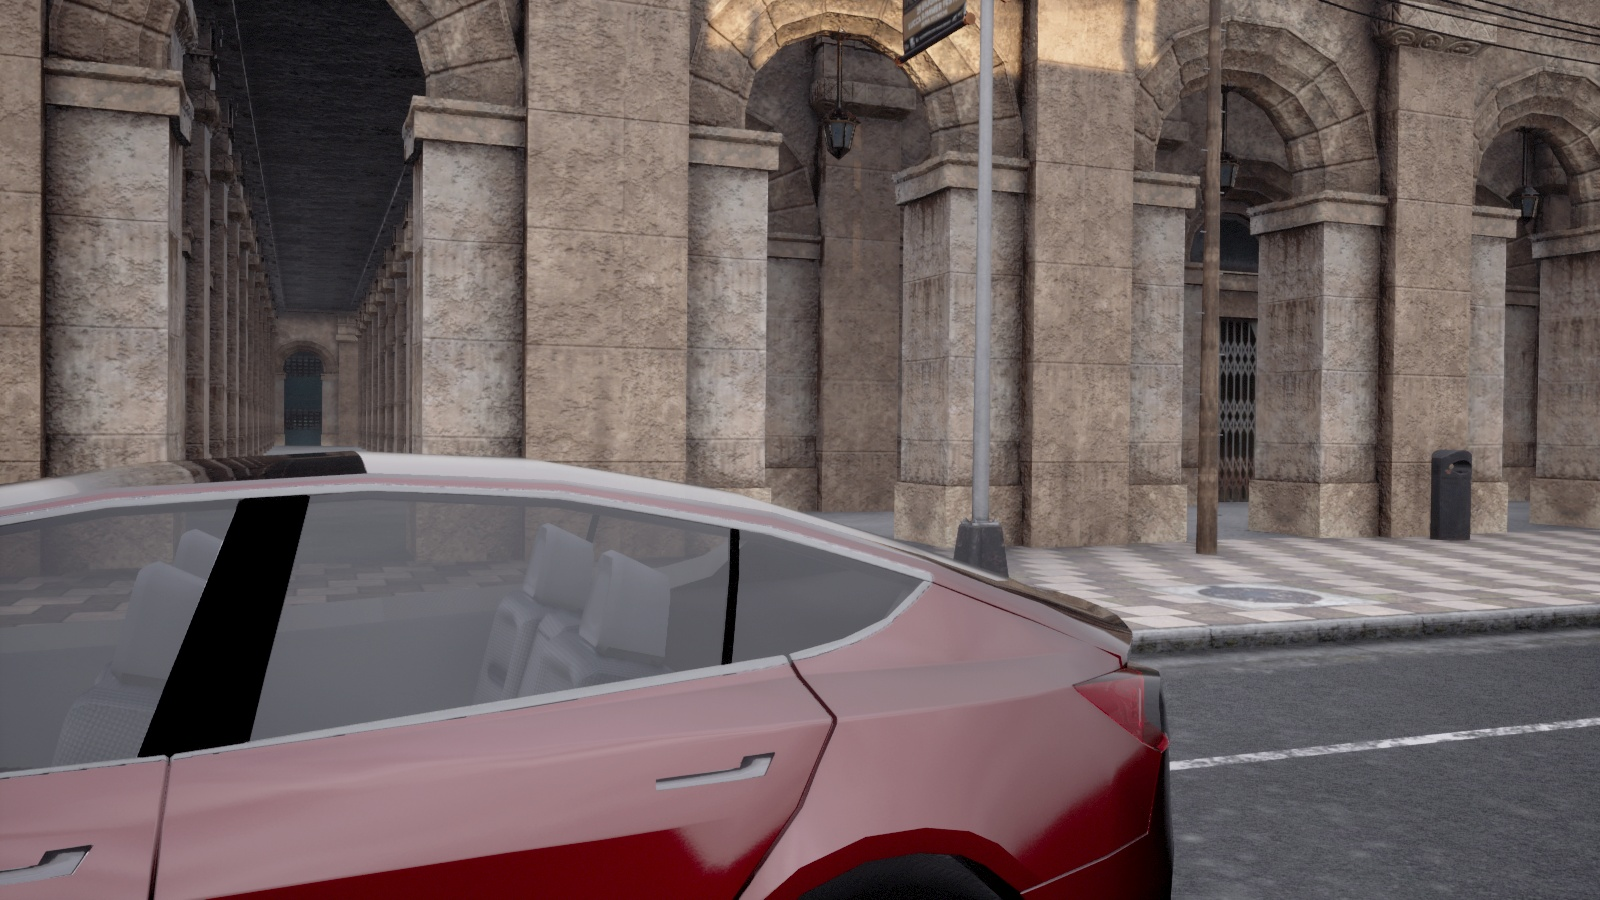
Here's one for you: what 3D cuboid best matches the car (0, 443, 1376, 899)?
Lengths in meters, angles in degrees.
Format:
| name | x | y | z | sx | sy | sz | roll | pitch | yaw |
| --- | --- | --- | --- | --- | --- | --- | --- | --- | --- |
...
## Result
| name | x | y | z | sx | sy | sz | roll | pitch | yaw |
| --- | --- | --- | --- | --- | --- | --- | --- | --- | --- |
| car | -1.450 | 0.769 | 2.707 | 4.792 | 1.488 | 2.163 | -1 | 1 | -21 |
